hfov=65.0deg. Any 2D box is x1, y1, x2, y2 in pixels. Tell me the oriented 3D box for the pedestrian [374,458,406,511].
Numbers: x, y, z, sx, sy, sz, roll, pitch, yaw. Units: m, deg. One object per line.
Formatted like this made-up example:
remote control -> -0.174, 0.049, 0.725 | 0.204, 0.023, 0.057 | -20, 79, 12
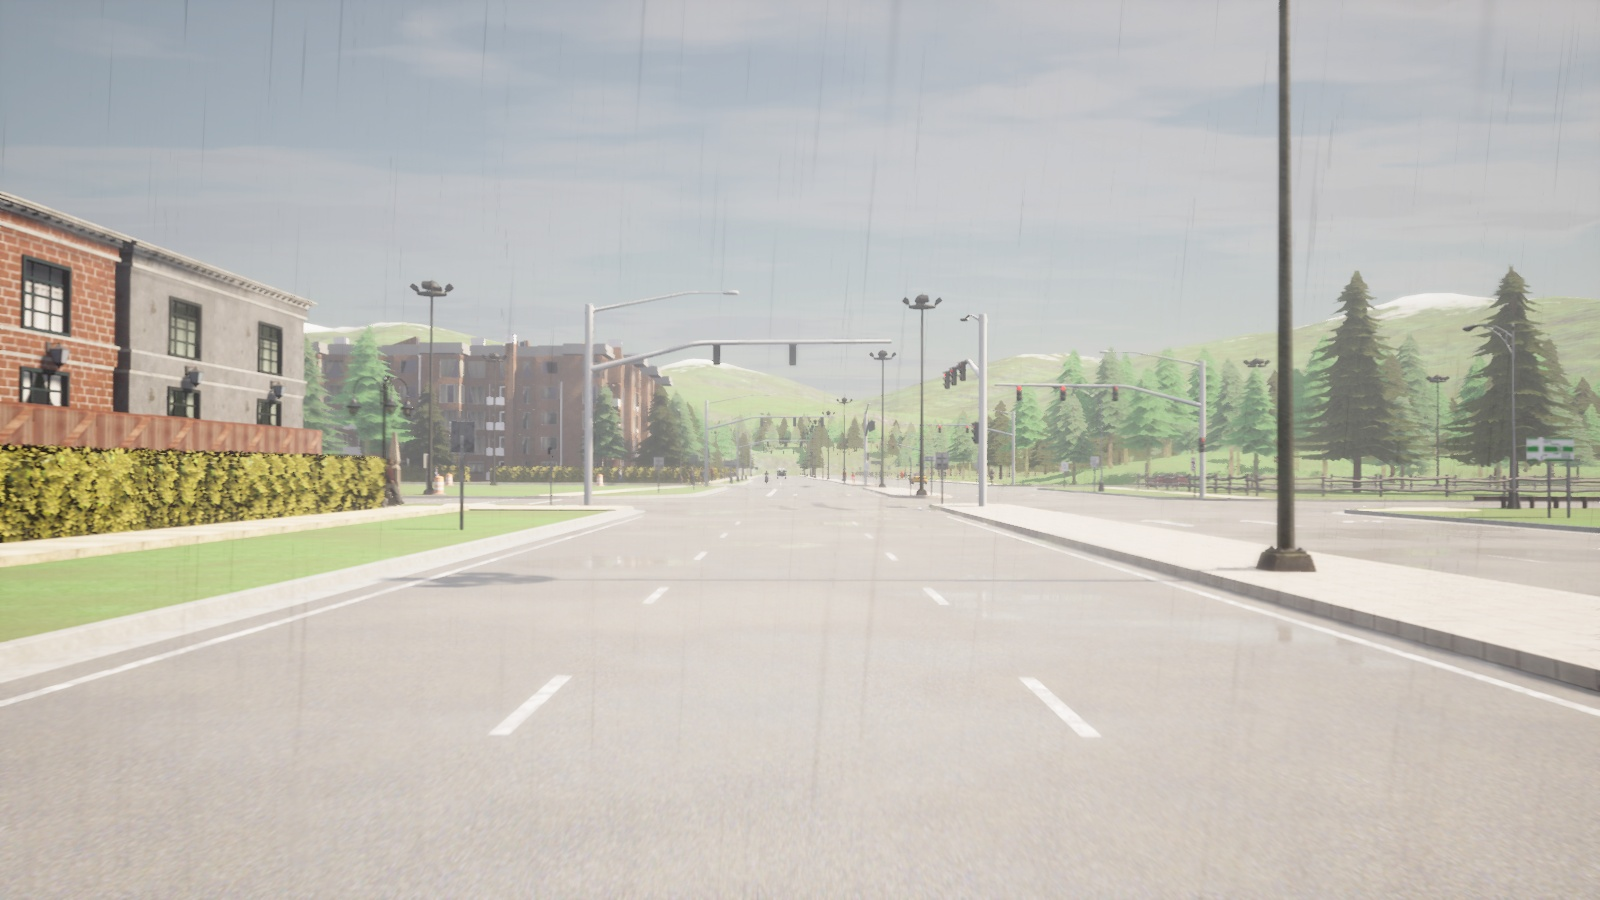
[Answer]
pedestrian -> -14.404, 1.220, 44.162 | 0.899, 1.844, 0.634 | 0, -1, 2
